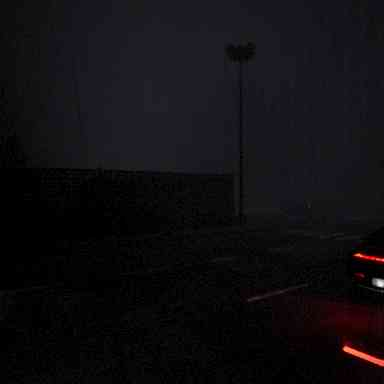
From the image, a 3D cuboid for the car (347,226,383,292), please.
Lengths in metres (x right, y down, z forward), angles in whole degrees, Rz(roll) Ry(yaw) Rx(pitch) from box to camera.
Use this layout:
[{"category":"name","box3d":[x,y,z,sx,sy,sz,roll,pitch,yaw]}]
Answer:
[{"category":"car","box3d":[5.534,1.466,7.719,4.892,1.490,1.837,0,0,-36]}]

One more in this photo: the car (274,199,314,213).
[{"category":"car","box3d":[10.666,1.383,35.031,1.994,1.385,4.181,0,0,-34]}]
